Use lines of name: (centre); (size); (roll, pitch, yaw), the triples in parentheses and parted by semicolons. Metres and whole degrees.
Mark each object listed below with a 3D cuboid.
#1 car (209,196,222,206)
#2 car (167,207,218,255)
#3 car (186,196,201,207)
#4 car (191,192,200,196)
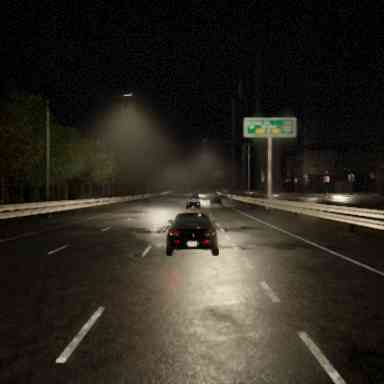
car: (3.893, 1.437, 54.791); (1.837, 1.490, 4.892); (0, 1, 1)
car: (0.014, 1.534, 13.240); (1.812, 1.442, 4.674); (0, 0, 0)
car: (0.194, 1.568, 45.253); (1.895, 1.301, 4.718); (0, 0, 1)
car: (0.504, 1.327, 71.211); (1.837, 1.490, 4.892); (0, 0, 1)
